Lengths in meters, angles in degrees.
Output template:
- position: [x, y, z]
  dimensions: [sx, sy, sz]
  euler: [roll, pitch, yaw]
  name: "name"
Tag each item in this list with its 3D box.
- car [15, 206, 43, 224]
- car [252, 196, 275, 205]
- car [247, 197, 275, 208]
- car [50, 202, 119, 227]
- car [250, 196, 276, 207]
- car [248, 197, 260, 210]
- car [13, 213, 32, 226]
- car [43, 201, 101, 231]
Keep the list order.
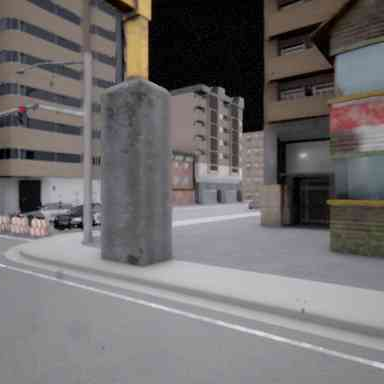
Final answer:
- position: [-9.592, 1.288, 23.158]
  dimensions: [4.536, 1.218, 1.853]
  euler: [0, 0, -30]
  name: "car"
- position: [11.027, 1.286, 51.213]
  dimensions: [1.853, 1.218, 4.536]
  euler: [0, 0, 35]
  name: "car"
- position: [8.832, 1.288, 42.293]
  dimensions: [1.853, 1.218, 4.536]
  euler: [0, 0, 35]
  name: "car"
- position: [-6.426, 1.289, 20.502]
  dimensions: [1.853, 1.218, 4.536]
  euler: [0, 0, 15]
  name: "car"
- position: [10.997, 1.444, 51.171]
  dimensions: [2.038, 1.542, 4.974]
  euler: [0, 0, 35]
  name: "car"
- position: [8.802, 1.445, 42.250]
  dimensions: [2.038, 1.542, 4.974]
  euler: [0, 0, 35]
  name: "car"
- position: [-9.637, 1.445, 23.132]
  dimensions: [4.974, 1.542, 2.038]
  euler: [0, 0, -30]
  name: "car"
- position: [-6.440, 1.447, 20.452]
  dimensions: [2.038, 1.542, 4.974]
  euler: [0, 0, 15]
  name: "car"
